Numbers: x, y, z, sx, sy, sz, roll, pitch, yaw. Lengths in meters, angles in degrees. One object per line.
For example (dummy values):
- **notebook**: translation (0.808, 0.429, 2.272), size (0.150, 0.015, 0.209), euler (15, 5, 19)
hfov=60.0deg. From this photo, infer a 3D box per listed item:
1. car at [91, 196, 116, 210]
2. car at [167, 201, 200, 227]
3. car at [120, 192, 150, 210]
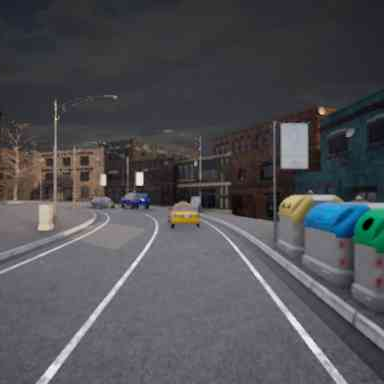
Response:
- **car**: translation (-10.630, 1.309, 39.622), size (1.837, 1.490, 4.892), euler (1, 0, -33)
- **car**: translation (-0.633, 1.378, 21.866), size (1.801, 1.575, 5.366), euler (0, 0, -7)
- **car**: translation (-7.080, 1.063, 40.983), size (2.150, 2.045, 5.566), euler (1, 0, -31)
